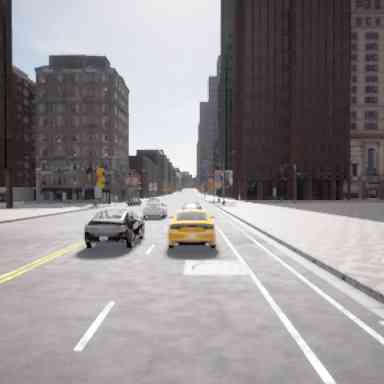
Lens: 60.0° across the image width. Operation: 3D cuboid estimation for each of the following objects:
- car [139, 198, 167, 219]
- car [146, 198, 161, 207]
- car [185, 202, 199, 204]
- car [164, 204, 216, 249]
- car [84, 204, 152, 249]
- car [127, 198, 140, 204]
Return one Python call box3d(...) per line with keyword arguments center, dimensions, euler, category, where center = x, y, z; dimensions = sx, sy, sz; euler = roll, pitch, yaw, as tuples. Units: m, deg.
box3d(center=(-3.249, 1.567, 29.657), dimensions=(1.812, 1.442, 4.674), euler=(0, 0, 0), category="car")
box3d(center=(-6.500, 1.712, 56.661), dimensions=(2.033, 1.411, 5.357), euler=(0, 0, 0), category="car")
box3d(center=(0.001, 1.597, 29.656), dimensions=(2.033, 1.411, 5.357), euler=(0, 0, 0), category="car")
box3d(center=(0.000, 1.490, 14.654), dimensions=(1.882, 1.535, 5.008), euler=(0, 0, 0), category="car")
box3d(center=(-3.250, 1.500, 14.654), dimensions=(2.128, 1.511, 4.902), euler=(0, 0, 0), category="car")
box3d(center=(-9.750, 1.709, 56.661), dimensions=(1.994, 1.385, 4.181), euler=(0, 0, 0), category="car")
